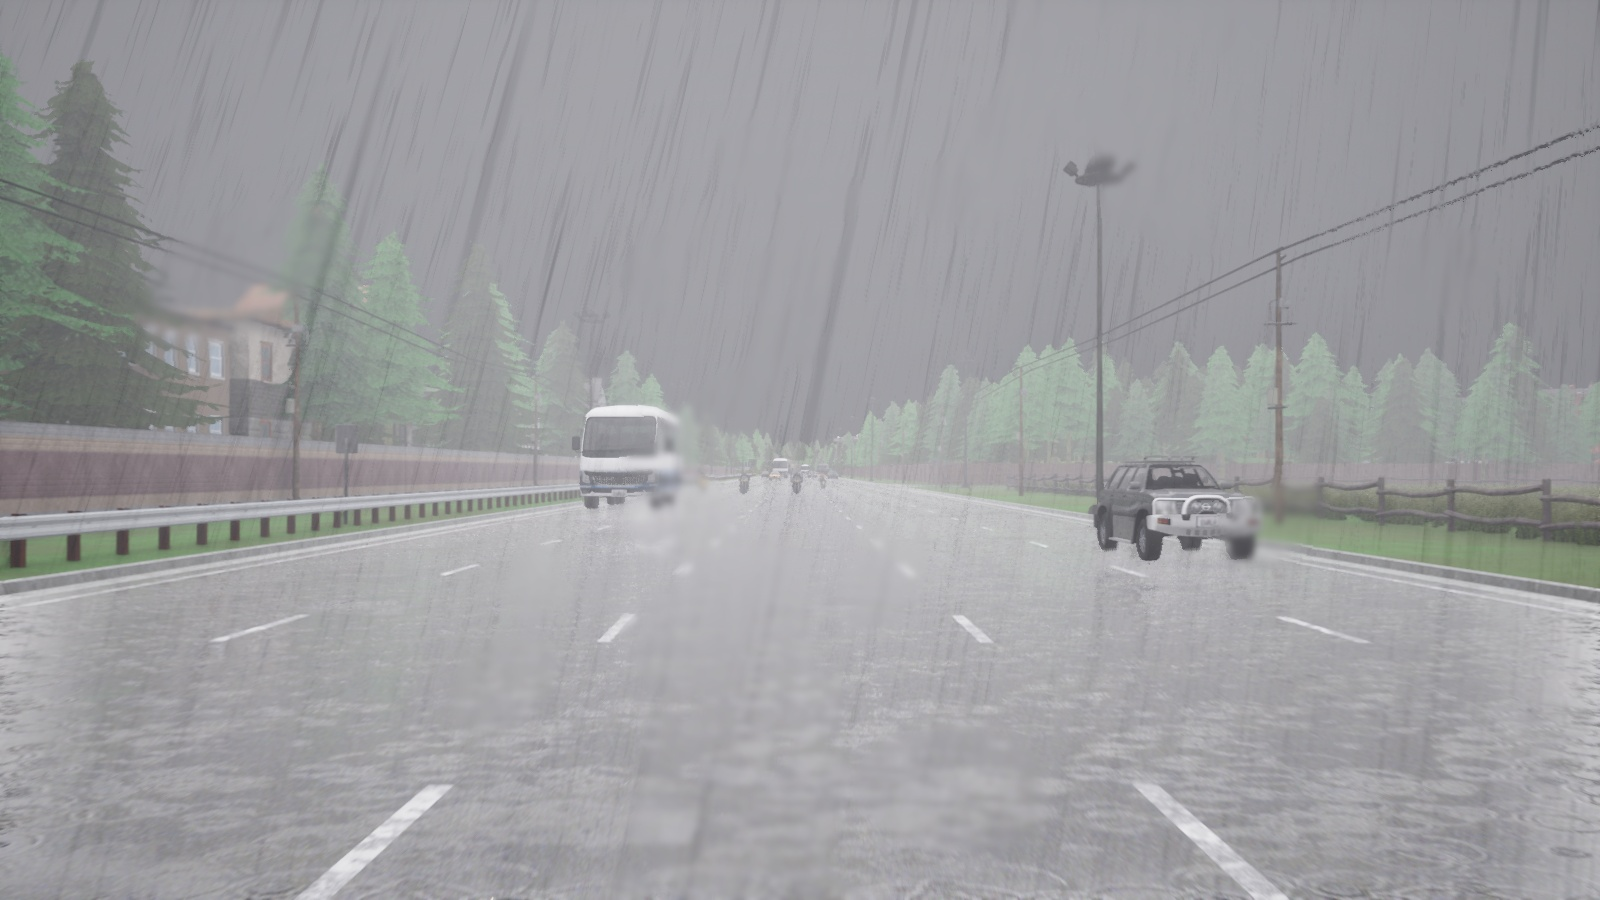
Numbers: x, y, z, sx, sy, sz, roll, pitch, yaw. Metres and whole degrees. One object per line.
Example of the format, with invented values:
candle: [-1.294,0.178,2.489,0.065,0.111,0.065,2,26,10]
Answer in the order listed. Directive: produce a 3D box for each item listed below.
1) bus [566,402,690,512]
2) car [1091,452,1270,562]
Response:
bus: [-7.135,0.370,53.955,3.944,4.253,10.273,0,-1,0]
car: [6.943,0.996,23.459,1.932,1.855,4.605,0,-1,0]
